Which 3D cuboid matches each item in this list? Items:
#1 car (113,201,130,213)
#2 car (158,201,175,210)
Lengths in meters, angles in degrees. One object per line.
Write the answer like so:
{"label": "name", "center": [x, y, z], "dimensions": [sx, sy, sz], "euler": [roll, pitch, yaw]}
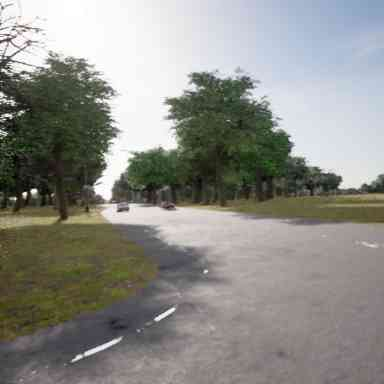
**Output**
{"label": "car", "center": [-11.096, 2.491, 53.450], "dimensions": [1.837, 1.490, 4.892], "euler": [-4, 0, -16]}
{"label": "car", "center": [-4.228, 2.214, 54.632], "dimensions": [1.895, 1.301, 4.718], "euler": [-3, 0, -18]}
